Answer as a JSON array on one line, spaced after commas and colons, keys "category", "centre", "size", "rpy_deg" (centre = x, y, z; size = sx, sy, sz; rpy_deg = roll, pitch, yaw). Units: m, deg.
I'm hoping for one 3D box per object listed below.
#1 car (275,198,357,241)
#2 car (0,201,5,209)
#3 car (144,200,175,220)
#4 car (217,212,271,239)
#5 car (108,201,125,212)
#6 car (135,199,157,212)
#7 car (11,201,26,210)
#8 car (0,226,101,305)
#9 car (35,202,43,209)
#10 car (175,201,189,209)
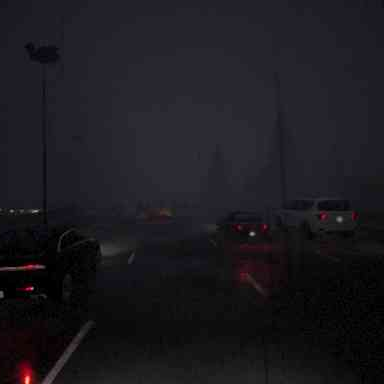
[{"category": "car", "centre": [6.283, 1.307, 17.567], "size": [2.150, 2.045, 5.566], "rpy_deg": [0, 0, -7]}, {"category": "car", "centre": [-35.495, 2.386, 61.003], "size": [2.033, 1.411, 5.357], "rpy_deg": [0, -1, -26]}, {"category": "car", "centre": [-3.199, 1.772, 31.664], "size": [1.882, 1.535, 5.008], "rpy_deg": [0, -1, -12]}, {"category": "car", "centre": [2.620, 1.726, 18.140], "size": [1.895, 1.301, 4.718], "rpy_deg": [0, 0, -7]}, {"category": "car", "centre": [-10.377, 2.007, 45.741], "size": [1.812, 1.442, 4.674], "rpy_deg": [0, 0, -18]}, {"category": "car", "centre": [-6.628, 1.935, 45.463], "size": [2.128, 1.511, 4.902], "rpy_deg": [0, 0, -17]}, {"category": "car", "centre": [-29.830, 2.260, 57.217], "size": [1.837, 1.490, 4.892], "rpy_deg": [0, -1, -23]}, {"category": "car", "centre": [-3.583, 1.596, 8.240], "size": [2.128, 1.511, 4.902], "rpy_deg": [0, 0, -4]}, {"category": "car", "centre": [-26.780, 2.349, 59.008], "size": [1.895, 1.301, 4.718], "rpy_deg": [0, 0, -24]}, {"category": "car", "centre": [-2.196, 2.080, 55.166], "size": [1.895, 1.301, 4.718], "rpy_deg": [0, -1, -20]}]
